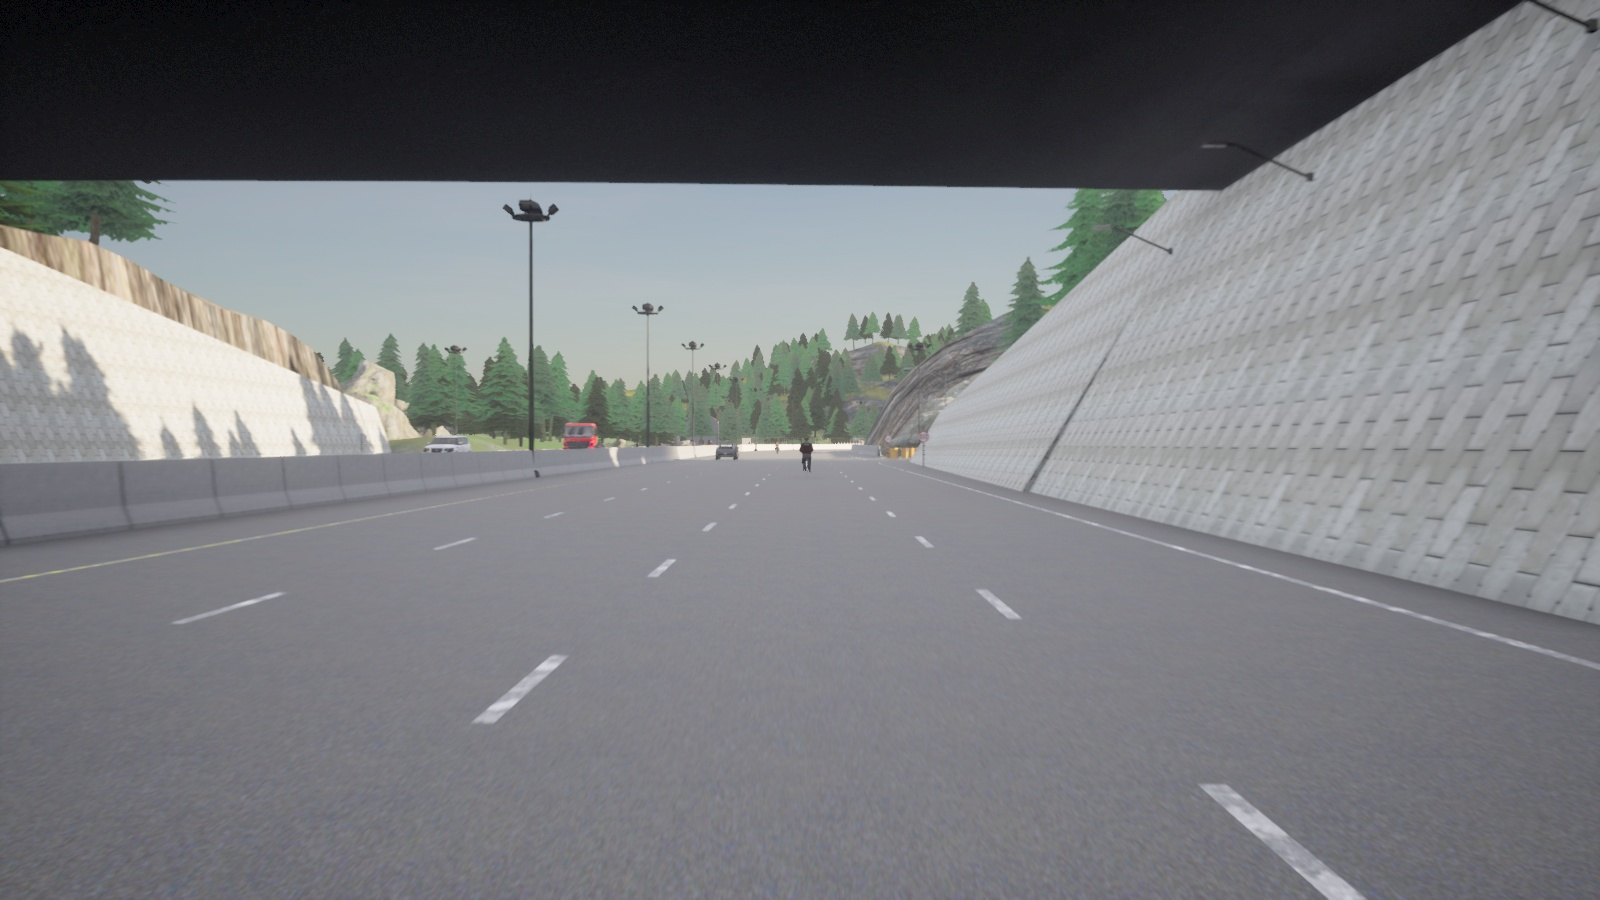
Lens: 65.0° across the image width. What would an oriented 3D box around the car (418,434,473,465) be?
[{"bbox_3d":[-24.077,-0.032,85.469,2.150,2.045,5.566,0,0,0],"label":"car"}]
